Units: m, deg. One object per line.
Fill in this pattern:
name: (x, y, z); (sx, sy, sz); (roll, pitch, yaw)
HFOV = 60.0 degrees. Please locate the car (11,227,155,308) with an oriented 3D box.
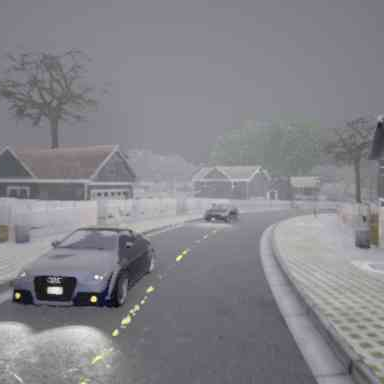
car: (-2.190, 1.543, 7.820); (1.994, 1.385, 4.181); (0, 0, 6)

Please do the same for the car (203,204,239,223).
car: (2.568, 1.700, 27.556); (2.033, 1.411, 5.357); (1, -1, 21)
